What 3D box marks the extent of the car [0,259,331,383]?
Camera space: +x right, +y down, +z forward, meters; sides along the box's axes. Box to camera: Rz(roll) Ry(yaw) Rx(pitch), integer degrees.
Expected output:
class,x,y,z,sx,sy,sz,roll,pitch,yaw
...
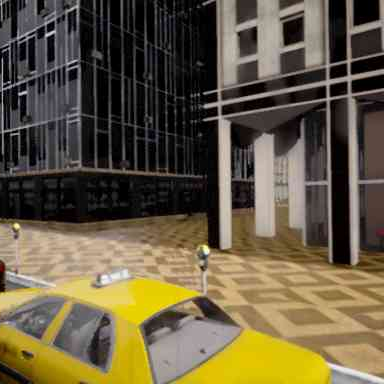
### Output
class,x,y,z,sx,sy,sz,roll,pitch,yaw
car,-1.050,1.514,3.640,4.829,1.417,1.752,0,-1,36
